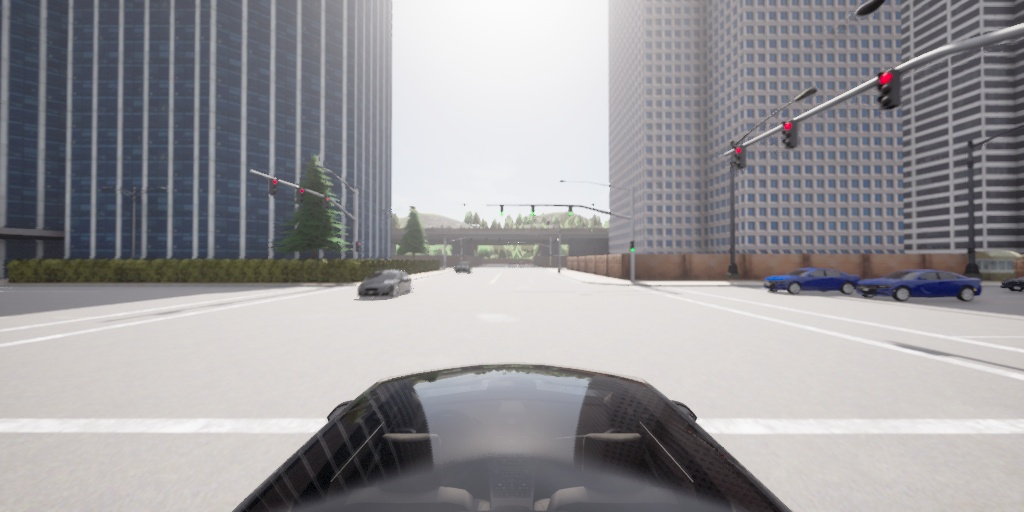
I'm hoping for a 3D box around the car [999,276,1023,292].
[{"bbox_3d":[32.907,1.532,21.452,5.357,1.411,2.033,0,-1,1],"label":"car"}]

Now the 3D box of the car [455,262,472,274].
[{"bbox_3d":[-7.000,1.631,51.966,2.097,1.767,4.553,0,-1,0],"label":"car"}]

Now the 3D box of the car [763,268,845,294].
[{"bbox_3d":[17.918,1.463,21.580,5.008,1.535,1.882,0,-1,0],"label":"car"}]

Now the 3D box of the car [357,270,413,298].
[{"bbox_3d":[-7.000,1.561,20.232,1.837,1.490,4.892,0,0,0],"label":"car"}]

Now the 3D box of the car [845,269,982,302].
[{"bbox_3d":[20.325,1.422,18.067,5.008,1.535,1.882,0,-1,0],"label":"car"}]
